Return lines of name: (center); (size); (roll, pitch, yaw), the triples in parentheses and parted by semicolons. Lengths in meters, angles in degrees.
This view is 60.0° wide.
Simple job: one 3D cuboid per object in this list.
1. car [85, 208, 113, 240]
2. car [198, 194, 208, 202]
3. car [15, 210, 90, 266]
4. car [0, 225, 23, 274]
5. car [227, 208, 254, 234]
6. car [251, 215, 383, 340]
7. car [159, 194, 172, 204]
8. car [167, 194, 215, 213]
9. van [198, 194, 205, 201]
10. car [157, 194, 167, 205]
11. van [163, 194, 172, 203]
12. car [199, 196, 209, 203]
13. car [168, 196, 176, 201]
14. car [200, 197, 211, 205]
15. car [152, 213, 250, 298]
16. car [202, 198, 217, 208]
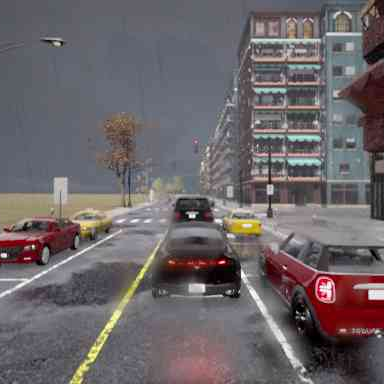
car: (-5.318, 1.536, 17.019); (1.752, 1.417, 4.829); (1, 0, 0)
car: (2.522, 1.368, 78.441); (2.192, 1.841, 5.009); (1, 0, 0)
car: (-5.314, 1.552, 11.653); (1.887, 1.381, 4.507); (1, 0, 0)
car: (-5.311, 1.555, 6.116); (2.008, 1.369, 4.403); (1, 0, 0)
car: (2.562, 1.536, 17.791); (1.752, 1.417, 4.829); (1, 0, 0)
car: (2.571, 1.444, 6.532); (1.967, 1.590, 4.097); (1, 0, 0)
car: (-5.350, 1.359, 66.630); (2.192, 1.841, 5.009); (1, 0, 0)
car: (0.068, 1.233, 18.345); (2.150, 2.045, 5.566); (0, 0, 1)
van: (2.513, 1.403, 89.763); (1.690, 1.788, 3.998); (1, 0, 0)
car: (-5.348, 1.481, 60.975); (1.967, 1.590, 4.097); (1, 0, 0)
van: (-5.354, 1.390, 72.284); (1.690, 1.788, 3.998); (1, 0, 0)
car: (2.523, 1.615, 72.780); (1.947, 1.339, 4.313); (1, 0, 0)
car: (-5.369, 1.643, 89.246); (1.802, 1.307, 4.206); (1, 0, 0)
car: (2.531, 1.623, 61.458); (1.802, 1.307, 4.206); (1, 0, 0)
car: (0.093, 1.510, 8.491); (1.837, 1.490, 4.892); (0, 0, 0)
car: (2.539, 1.584, 50.136); (2.008, 1.369, 4.403); (1, 0, 0)
